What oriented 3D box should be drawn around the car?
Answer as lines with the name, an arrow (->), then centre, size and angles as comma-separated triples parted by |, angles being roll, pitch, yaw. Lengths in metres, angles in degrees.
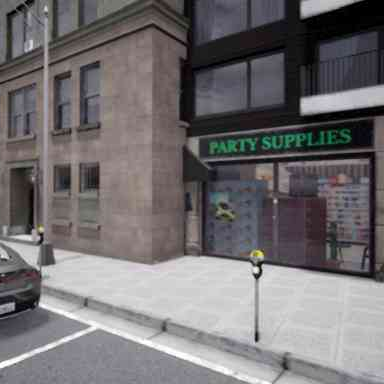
car -> -4.631, 1.552, 6.367 | 4.403, 1.369, 2.008 | 0, 0, 35
